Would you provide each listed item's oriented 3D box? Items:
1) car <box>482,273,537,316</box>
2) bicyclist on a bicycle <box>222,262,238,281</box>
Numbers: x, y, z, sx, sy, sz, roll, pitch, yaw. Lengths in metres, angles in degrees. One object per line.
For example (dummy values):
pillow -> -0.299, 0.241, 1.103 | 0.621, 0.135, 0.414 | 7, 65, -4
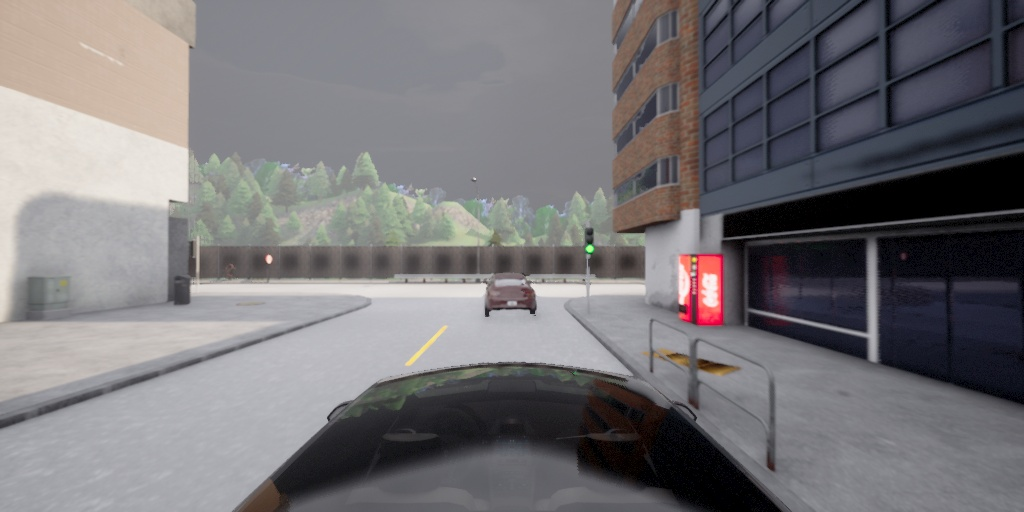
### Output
car -> -0.156, 1.385, 13.950 | 1.812, 1.442, 4.674 | 0, 0, -4
bicyclist on a bicycle -> -24.195, 1.359, 30.784 | 0.582, 1.620, 1.656 | 0, 0, 0
